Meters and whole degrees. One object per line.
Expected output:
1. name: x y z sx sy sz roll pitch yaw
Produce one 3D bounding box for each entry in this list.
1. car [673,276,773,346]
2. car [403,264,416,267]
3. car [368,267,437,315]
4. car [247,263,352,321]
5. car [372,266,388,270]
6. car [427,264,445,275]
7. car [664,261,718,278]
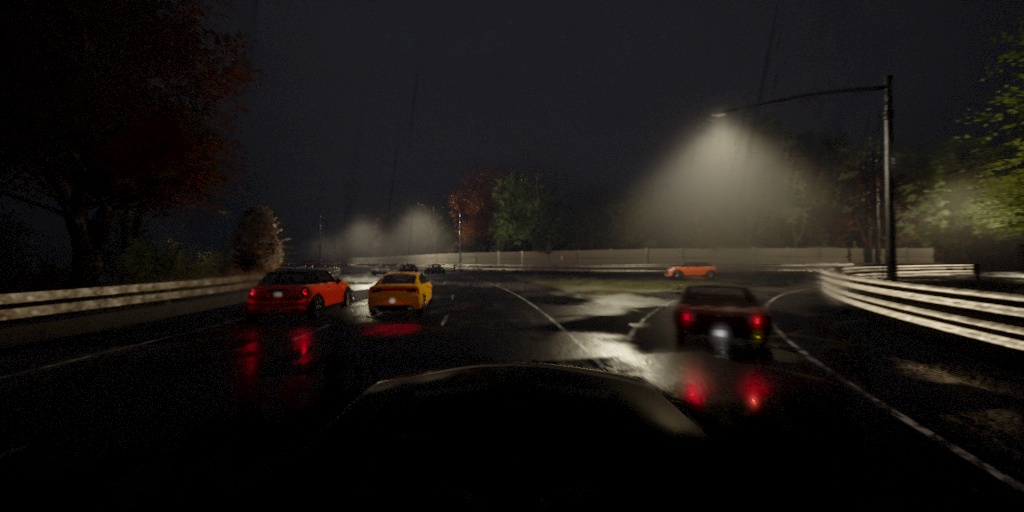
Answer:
1. car: 5.477 1.391 9.697 1.895 1.301 4.718 -1 -1 27
2. car: -13.834 1.803 47.972 1.837 1.490 4.892 0 0 -27
3. car: -4.351 1.383 14.589 1.882 1.535 5.008 0 -1 -7
4. car: -7.782 1.272 13.656 2.097 1.767 4.553 0 -1 -7
5. car: -17.075 1.907 46.629 1.895 1.301 4.718 0 -1 -27
6. car: -10.632 1.852 49.391 1.994 1.385 4.181 0 -1 -27
7. car: 17.574 1.309 35.432 4.553 1.767 2.097 -1 -1 9
